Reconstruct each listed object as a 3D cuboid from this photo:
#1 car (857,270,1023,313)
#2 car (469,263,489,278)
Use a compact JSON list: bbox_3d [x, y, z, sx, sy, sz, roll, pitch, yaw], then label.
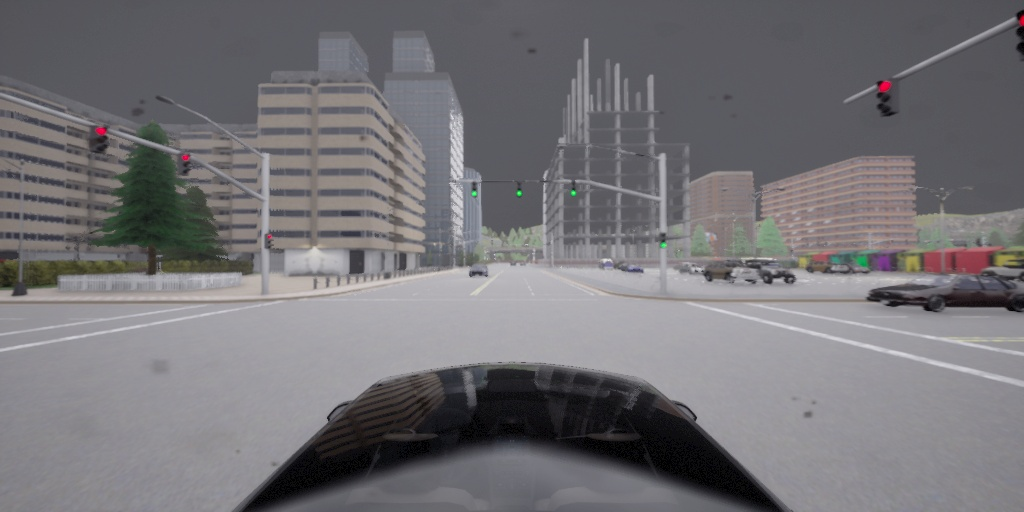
[{"bbox_3d":[17.319,1.407,14.051,5.357,1.411,2.033,0,-1,2],"label":"car"},{"bbox_3d":[-3.826,1.603,42.059,2.097,1.767,4.553,0,-1,1],"label":"car"}]
